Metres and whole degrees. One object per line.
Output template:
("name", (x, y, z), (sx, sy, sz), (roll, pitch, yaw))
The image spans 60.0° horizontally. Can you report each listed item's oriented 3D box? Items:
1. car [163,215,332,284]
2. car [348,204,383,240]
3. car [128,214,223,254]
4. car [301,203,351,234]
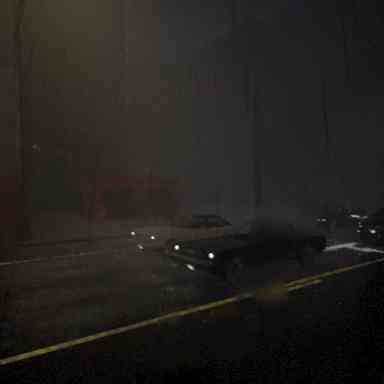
("car", (1.755, 1.543, 9.587), (4.718, 1.301, 1.895), (-1, 0, -36))
("car", (9.444, 1.377, 15.153), (4.892, 1.490, 1.837), (0, 0, -36))
("car", (0.036, 1.549, 12.661), (4.718, 1.301, 1.895), (-1, 0, -36))
("car", (7.792, 1.369, 18.277), (4.902, 1.511, 2.128), (-1, 0, -36))
